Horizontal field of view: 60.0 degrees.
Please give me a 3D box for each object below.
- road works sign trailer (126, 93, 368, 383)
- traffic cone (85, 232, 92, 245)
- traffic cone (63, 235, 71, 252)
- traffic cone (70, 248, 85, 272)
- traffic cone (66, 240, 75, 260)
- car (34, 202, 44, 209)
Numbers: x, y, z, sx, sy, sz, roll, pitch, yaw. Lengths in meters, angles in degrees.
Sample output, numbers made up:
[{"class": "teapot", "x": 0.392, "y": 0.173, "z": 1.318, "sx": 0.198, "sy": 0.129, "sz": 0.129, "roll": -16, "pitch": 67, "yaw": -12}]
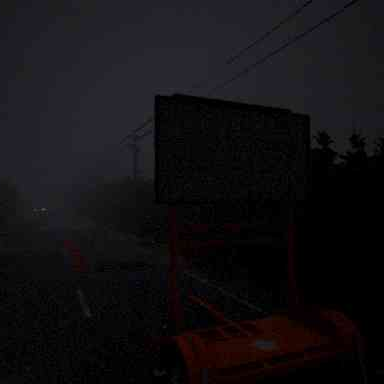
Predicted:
[{"class": "road works sign trailer", "x": 0.541, "y": 0.565, "z": 4.668, "sx": 2.380, "sy": 3.560, "sz": 2.880, "roll": 1, "pitch": -1, "yaw": -24}, {"class": "traffic cone", "x": -5.099, "y": 2.282, "z": 16.356, "sx": 0.340, "sy": 0.580, "sz": 0.340, "roll": 1, "pitch": -1, "yaw": -24}, {"class": "traffic cone", "x": -5.195, "y": 2.237, "z": 14.122, "sx": 0.340, "sy": 0.580, "sz": 0.340, "roll": 1, "pitch": -1, "yaw": -24}, {"class": "traffic cone", "x": -3.562, "y": 2.166, "z": 10.472, "sx": 0.340, "sy": 0.580, "sz": 0.340, "roll": 1, "pitch": -1, "yaw": -24}, {"class": "traffic cone", "x": -4.378, "y": 2.201, "z": 12.297, "sx": 0.340, "sy": 0.580, "sz": 0.340, "roll": 1, "pitch": -1, "yaw": -24}, {"class": "car", "x": -33.239, "y": 2.886, "z": 72.371, "sx": 1.882, "sy": 1.535, "sz": 5.008, "roll": 1, "pitch": -1, "yaw": -24}]
